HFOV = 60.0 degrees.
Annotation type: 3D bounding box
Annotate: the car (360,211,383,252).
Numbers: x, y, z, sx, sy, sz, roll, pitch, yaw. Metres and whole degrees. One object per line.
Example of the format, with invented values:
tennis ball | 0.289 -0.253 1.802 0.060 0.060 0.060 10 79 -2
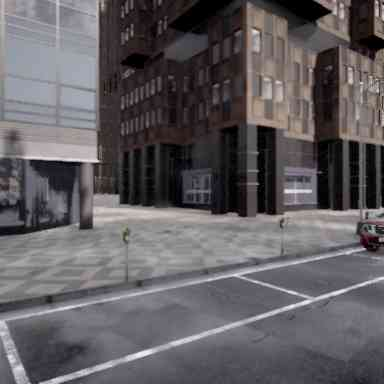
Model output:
car | 8.523 1.295 12.736 5.009 1.841 2.192 0 0 -36
